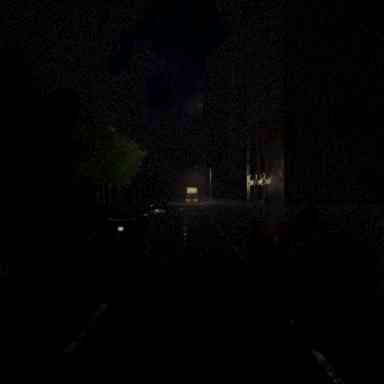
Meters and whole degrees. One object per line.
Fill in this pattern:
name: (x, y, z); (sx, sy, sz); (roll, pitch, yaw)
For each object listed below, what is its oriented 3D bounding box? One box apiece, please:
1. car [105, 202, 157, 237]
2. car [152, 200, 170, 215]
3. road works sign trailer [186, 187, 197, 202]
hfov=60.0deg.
car: (-3.397, 1.538, 18.277); (2.128, 1.511, 4.902); (0, 0, 0)
car: (-3.396, 1.580, 34.800); (2.128, 1.511, 4.902); (0, 0, 0)
road works sign trailer: (0.002, 0.673, 80.038); (2.380, 3.560, 2.880); (0, 0, 0)
